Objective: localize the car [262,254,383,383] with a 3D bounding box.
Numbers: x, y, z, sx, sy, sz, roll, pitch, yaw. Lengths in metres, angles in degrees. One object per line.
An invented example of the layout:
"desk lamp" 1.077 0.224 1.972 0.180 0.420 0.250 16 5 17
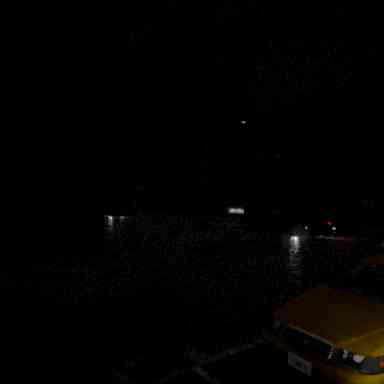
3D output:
"car" 3.140 1.575 5.025 4.829 1.417 1.752 1 1 -35

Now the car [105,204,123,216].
"car" -10.484 2.321 42.749 1.837 1.490 4.892 2 -3 -35

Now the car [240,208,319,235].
"car" 5.111 1.817 20.921 1.837 1.490 4.892 2 -2 -36

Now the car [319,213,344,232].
"car" 7.576 2.004 22.531 1.895 1.301 4.718 2 -2 -36
